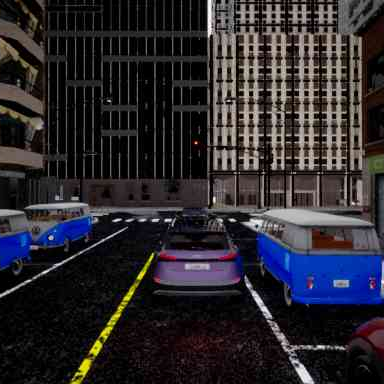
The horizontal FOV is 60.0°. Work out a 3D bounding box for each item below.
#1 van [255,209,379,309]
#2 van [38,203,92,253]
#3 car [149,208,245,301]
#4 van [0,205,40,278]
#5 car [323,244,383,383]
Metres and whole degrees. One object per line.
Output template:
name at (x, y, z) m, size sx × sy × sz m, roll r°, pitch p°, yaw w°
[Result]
van at (2.573, 1.343, 7.580) m, size 1.690 × 1.788 × 3.998 m, roll 0°, pitch 0°, yaw 0°
van at (-5.305, 1.345, 13.268) m, size 1.690 × 1.788 × 3.998 m, roll 0°, pitch 0°, yaw 0°
car at (0.103, 1.432, 8.337) m, size 2.033 × 1.649 × 4.856 m, roll 0°, pitch 0°, yaw 0°
van at (-5.308, 1.343, 7.578) m, size 1.690 × 1.788 × 3.998 m, roll 0°, pitch 0°, yaw 0°
car at (2.570, 1.440, 1.890) m, size 1.967 × 1.590 × 4.097 m, roll 0°, pitch 0°, yaw 0°
